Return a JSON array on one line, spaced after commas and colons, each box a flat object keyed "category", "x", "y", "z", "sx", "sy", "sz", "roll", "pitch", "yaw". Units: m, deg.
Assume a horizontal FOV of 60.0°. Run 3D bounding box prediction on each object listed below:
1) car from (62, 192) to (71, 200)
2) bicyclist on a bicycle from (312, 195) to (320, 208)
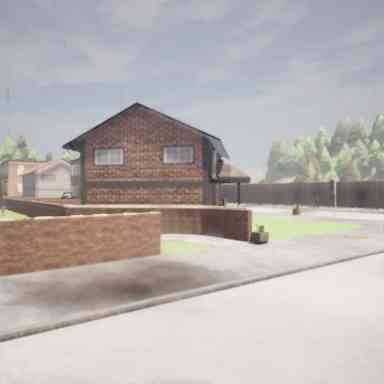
[{"category": "car", "x": -14.031, "y": 0.899, "z": 38.834, "sx": 1.905, "sy": 1.878, "sz": 3.866, "roll": 0, "pitch": 0, "yaw": -35}, {"category": "bicyclist on a bicycle", "x": 14.737, "y": 1.119, "z": 39.555, "sx": 1.656, "sy": 1.620, "sz": 0.582, "roll": -1, "pitch": 0, "yaw": -36}]
